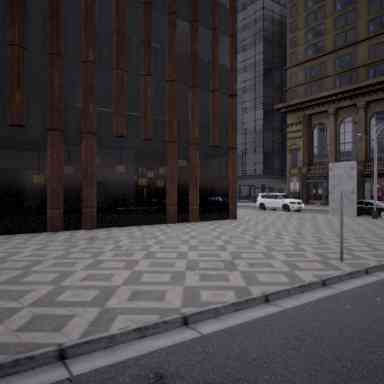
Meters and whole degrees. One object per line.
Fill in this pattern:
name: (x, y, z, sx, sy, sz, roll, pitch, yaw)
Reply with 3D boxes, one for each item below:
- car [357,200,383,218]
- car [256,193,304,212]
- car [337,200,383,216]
car: (15.395, 1.454, 28.656, 1.837, 1.490, 4.892, 0, 0, -37)
car: (9.622, 1.143, 36.776, 2.150, 2.045, 5.566, 0, 0, -36)
car: (16.674, 1.512, 32.398, 1.994, 1.385, 4.181, 0, 0, -35)
